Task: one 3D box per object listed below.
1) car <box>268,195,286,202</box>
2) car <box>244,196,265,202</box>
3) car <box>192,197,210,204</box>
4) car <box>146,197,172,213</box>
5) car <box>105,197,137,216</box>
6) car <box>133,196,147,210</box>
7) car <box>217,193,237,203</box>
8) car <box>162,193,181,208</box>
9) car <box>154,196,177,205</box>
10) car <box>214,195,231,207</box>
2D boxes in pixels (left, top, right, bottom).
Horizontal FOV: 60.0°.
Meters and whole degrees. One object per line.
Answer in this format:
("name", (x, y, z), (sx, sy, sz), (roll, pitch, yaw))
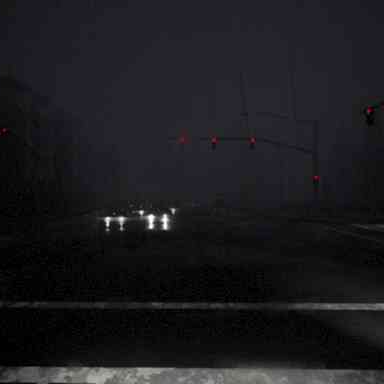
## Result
("car", (18.826, 1.469, 73.318), (4.674, 1.442, 1.812), (0, 0, -36))
("car", (13.761, 1.484, 73.653), (5.357, 1.411, 2.033), (0, 0, -39))
("car", (1.722, 1.553, 63.511), (1.895, 1.301, 4.718), (0, 0, 28))
("car", (-3.514, 1.573, 36.557), (1.895, 1.301, 4.718), (0, 0, -1))
("car", (-6.944, 1.523, 32.129), (2.033, 1.411, 5.357), (0, 0, -1))
("car", (-6.881, 1.321, 41.722), (2.097, 1.767, 4.553), (0, 0, 1))
("car", (6.841, 1.172, 65.485), (2.150, 2.045, 5.566), (0, 0, 35))
("car", (-2.992, 1.185, 48.740), (2.150, 2.045, 5.566), (0, 0, 9))
("car", (-4.560, 1.504, 57.526), (2.033, 1.411, 5.357), (0, 0, 19))
("car", (4.416, 1.563, 50.061), (1.895, 1.301, 4.718), (0, 0, 10))
